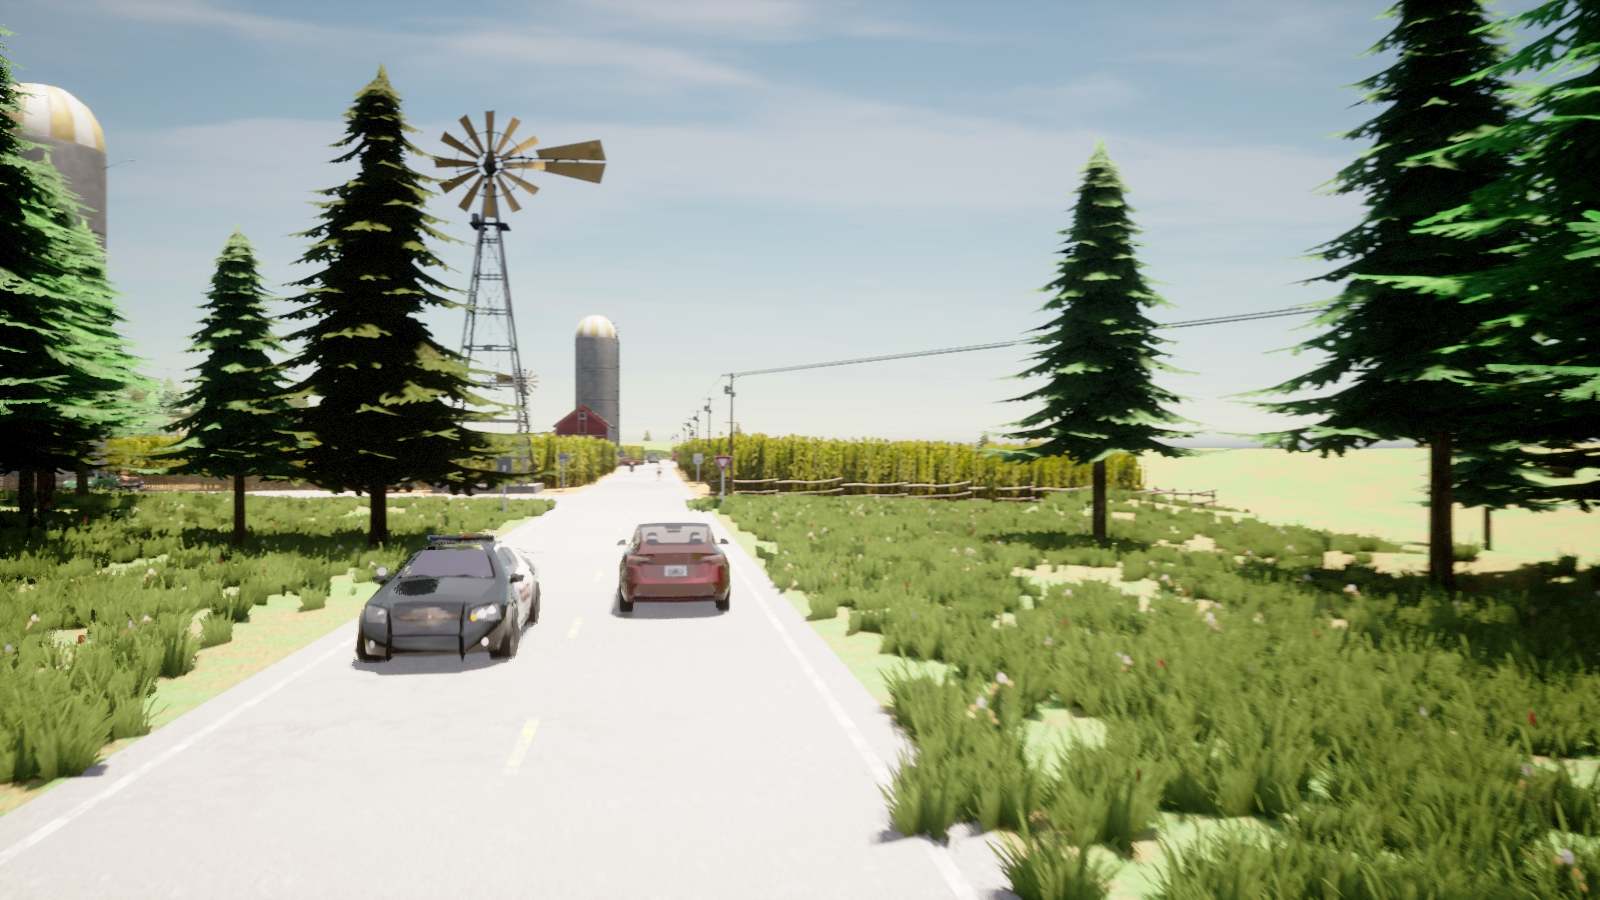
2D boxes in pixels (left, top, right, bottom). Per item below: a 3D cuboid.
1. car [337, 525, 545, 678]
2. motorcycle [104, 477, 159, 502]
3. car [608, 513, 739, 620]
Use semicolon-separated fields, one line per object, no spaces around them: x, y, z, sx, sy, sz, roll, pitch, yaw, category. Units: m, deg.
-5.015;2.041;16.710;2.038;1.542;4.974;0;0;-7;car
-35.169;2.055;60.114;2.356;1.277;0.764;0;0;-7;motorcycle
-2.392;2.064;21.386;2.163;1.488;4.792;0;0;-7;car
